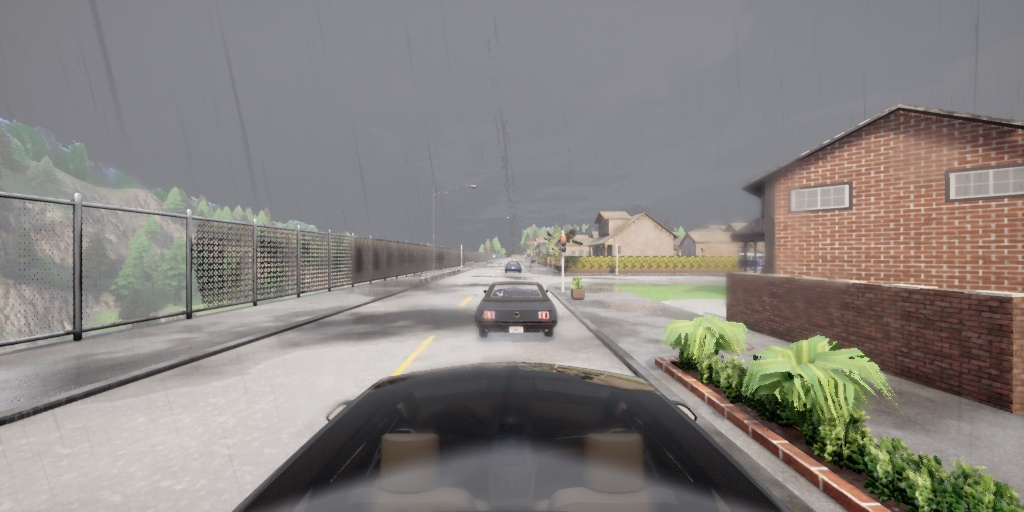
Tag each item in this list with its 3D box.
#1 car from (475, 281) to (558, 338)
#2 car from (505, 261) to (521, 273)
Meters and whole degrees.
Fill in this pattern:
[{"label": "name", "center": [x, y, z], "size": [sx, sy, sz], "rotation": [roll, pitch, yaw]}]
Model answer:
[{"label": "car", "center": [0.109, 1.351, 10.206], "size": [1.895, 1.301, 4.718], "rotation": [0, 0, 0]}, {"label": "car", "center": [0.150, 1.314, 44.006], "size": [1.994, 1.385, 4.181], "rotation": [0, 0, 0]}]
